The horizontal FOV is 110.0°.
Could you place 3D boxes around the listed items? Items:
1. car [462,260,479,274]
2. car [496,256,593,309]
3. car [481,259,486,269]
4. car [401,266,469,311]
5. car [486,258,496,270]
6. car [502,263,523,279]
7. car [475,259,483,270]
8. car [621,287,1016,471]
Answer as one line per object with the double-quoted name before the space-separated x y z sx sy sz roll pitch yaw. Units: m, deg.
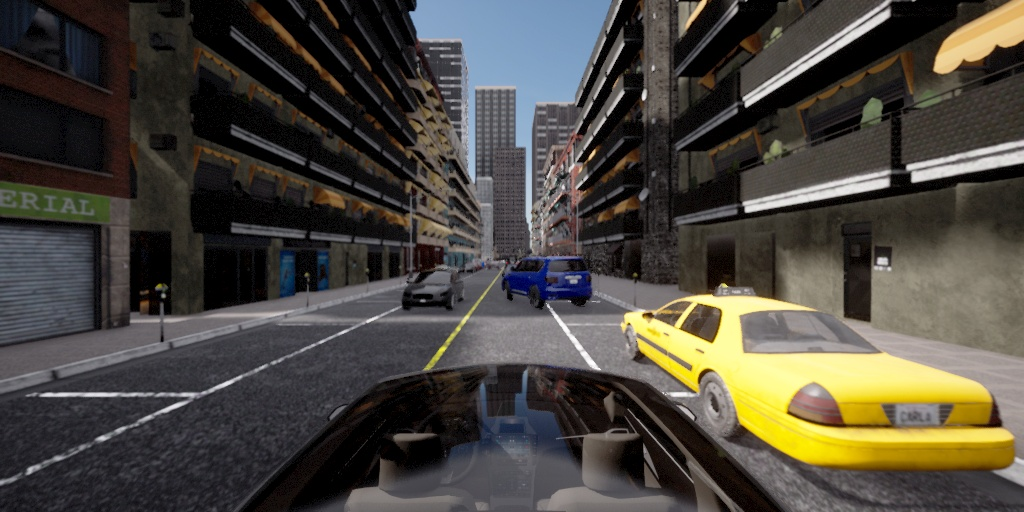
"car" -5.719 1.534 46.408 1.948 1.339 4.313 0 0 0
"car" 1.335 1.038 15.676 2.150 2.045 5.566 -1 0 -20
"car" -5.726 1.569 57.455 1.888 1.381 4.507 0 0 0
"car" -3.108 1.317 14.921 1.837 1.490 4.892 0 0 0
"car" -3.037 1.576 60.943 1.812 1.442 4.674 0 0 0
"car" 0.069 1.481 36.057 1.994 1.385 4.181 0 0 0
"car" -5.722 1.541 51.932 1.888 1.381 4.507 0 0 0
"car" 3.148 1.224 5.358 1.801 1.575 5.366 0 0 0
